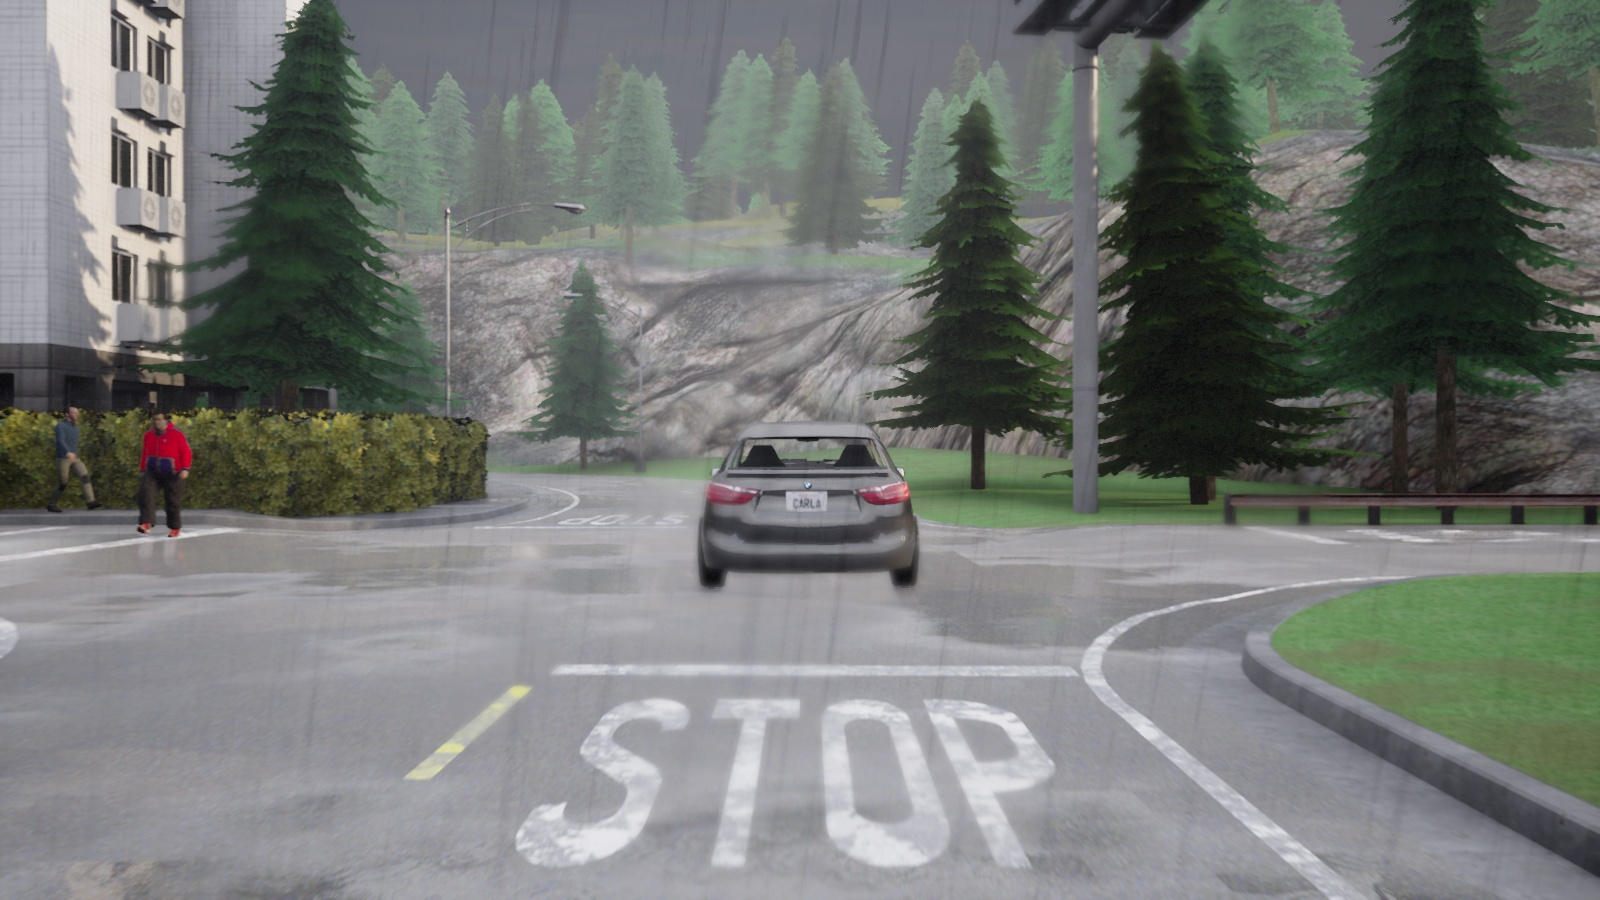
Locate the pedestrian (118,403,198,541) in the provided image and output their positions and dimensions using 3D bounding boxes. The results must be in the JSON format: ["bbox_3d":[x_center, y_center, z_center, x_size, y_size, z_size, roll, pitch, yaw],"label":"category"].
[{"bbox_3d":[-8.844,0.292,17.330,0.634,1.844,0.899,0,0,1],"label":"pedestrian"}]

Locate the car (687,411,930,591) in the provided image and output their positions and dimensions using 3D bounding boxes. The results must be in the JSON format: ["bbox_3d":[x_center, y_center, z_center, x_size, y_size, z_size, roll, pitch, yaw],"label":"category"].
[{"bbox_3d":[0.092,0.456,13.913,2.242,1.667,4.611,0,0,0],"label":"car"}]

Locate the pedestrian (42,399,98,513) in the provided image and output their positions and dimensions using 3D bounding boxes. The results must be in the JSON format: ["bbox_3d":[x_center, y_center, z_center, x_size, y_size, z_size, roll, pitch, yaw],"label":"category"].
[{"bbox_3d":[-11.931,0.091,20.533,0.726,1.842,0.402,0,0,17],"label":"pedestrian"}]
